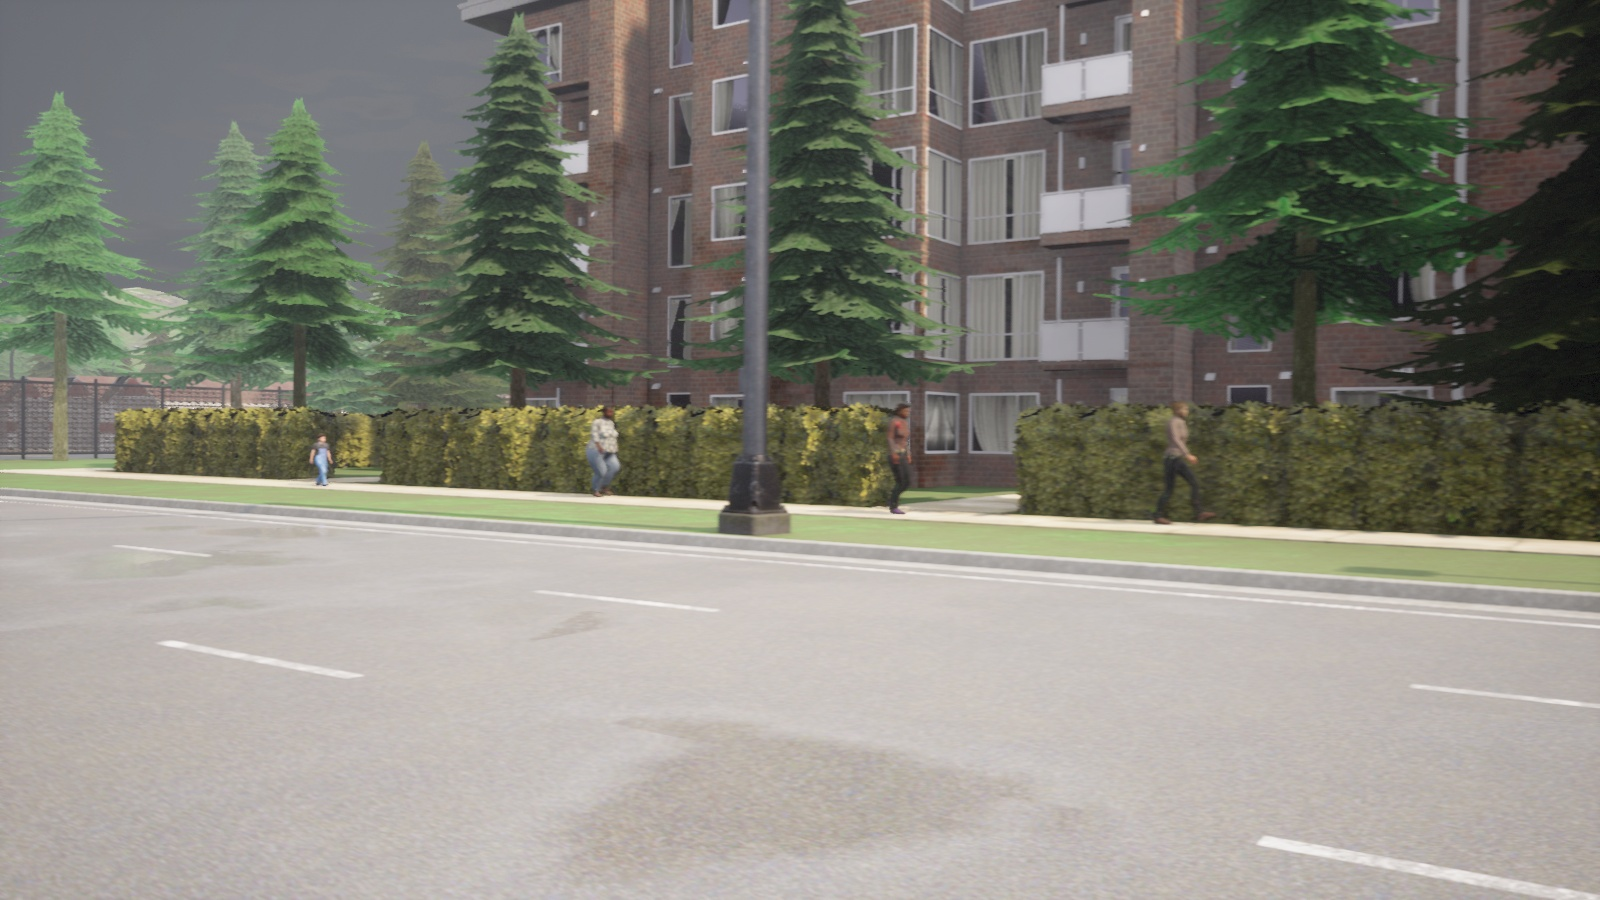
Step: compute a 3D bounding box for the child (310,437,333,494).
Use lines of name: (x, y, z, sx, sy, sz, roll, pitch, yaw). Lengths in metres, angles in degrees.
child: (-10.733, 0.353, 28.182, 0.437, 1.263, 0.270, 0, 1, 34)

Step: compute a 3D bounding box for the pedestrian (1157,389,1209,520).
pedestrian: (5.505, 0.064, 18.044, 0.634, 1.846, 0.331, 0, 1, 33)

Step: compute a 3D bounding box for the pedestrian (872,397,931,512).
pedestrian: (1.615, 0.072, 20.025, 0.869, 1.805, 0.328, 0, 1, 35)

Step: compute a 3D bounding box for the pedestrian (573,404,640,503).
pedestrian: (-3.719, 0.064, 24.188, 0.900, 1.855, 0.874, 0, 1, 34)
